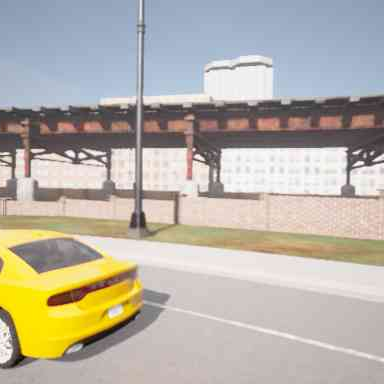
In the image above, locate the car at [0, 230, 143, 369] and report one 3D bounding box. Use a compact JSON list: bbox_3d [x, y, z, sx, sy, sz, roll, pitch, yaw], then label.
[{"bbox_3d":[-3.151,1.387,5.616,5.008,1.535,1.882,1,1,30],"label":"car"}]
